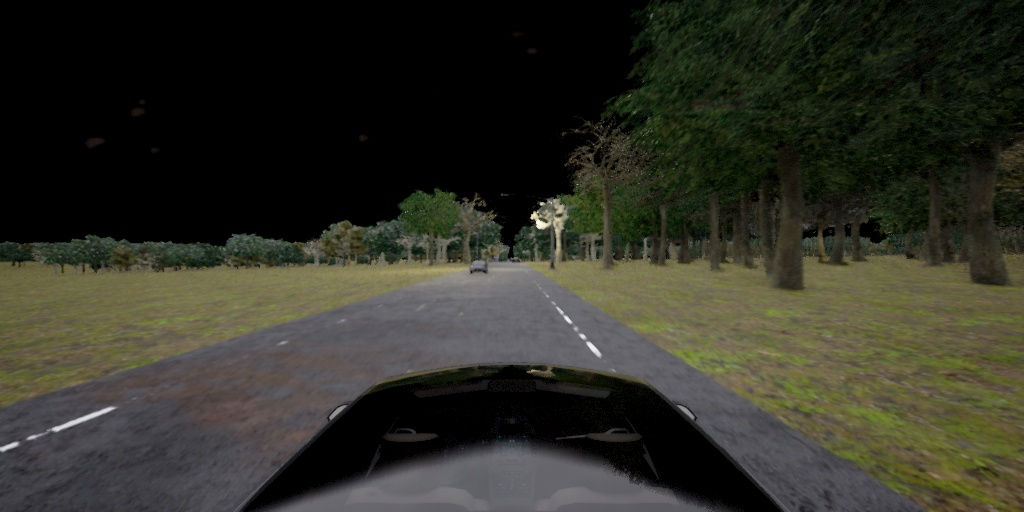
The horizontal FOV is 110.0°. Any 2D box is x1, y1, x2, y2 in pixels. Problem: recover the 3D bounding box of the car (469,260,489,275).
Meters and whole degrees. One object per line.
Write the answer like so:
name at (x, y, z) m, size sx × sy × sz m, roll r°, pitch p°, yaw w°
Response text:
car at (-3.551, 1.219, 39.290) m, size 1.837 × 1.490 × 4.892 m, roll 0°, pitch 0°, yaw 0°
